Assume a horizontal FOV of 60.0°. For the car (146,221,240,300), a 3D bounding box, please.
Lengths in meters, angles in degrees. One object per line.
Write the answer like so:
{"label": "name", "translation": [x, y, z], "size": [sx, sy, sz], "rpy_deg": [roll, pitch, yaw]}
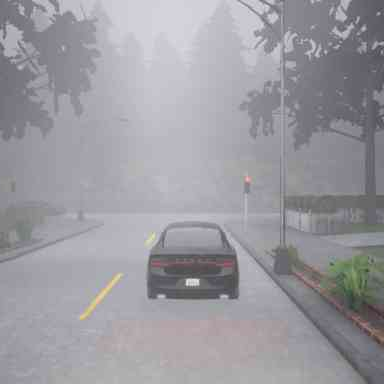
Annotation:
{"label": "car", "translation": [0.040, 1.478, 8.481], "size": [1.882, 1.535, 5.008], "rpy_deg": [0, 0, 1]}

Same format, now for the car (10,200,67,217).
{"label": "car", "translation": [-13.844, 1.505, 30.037], "size": [4.892, 1.490, 1.837], "rpy_deg": [0, 0, 0]}
